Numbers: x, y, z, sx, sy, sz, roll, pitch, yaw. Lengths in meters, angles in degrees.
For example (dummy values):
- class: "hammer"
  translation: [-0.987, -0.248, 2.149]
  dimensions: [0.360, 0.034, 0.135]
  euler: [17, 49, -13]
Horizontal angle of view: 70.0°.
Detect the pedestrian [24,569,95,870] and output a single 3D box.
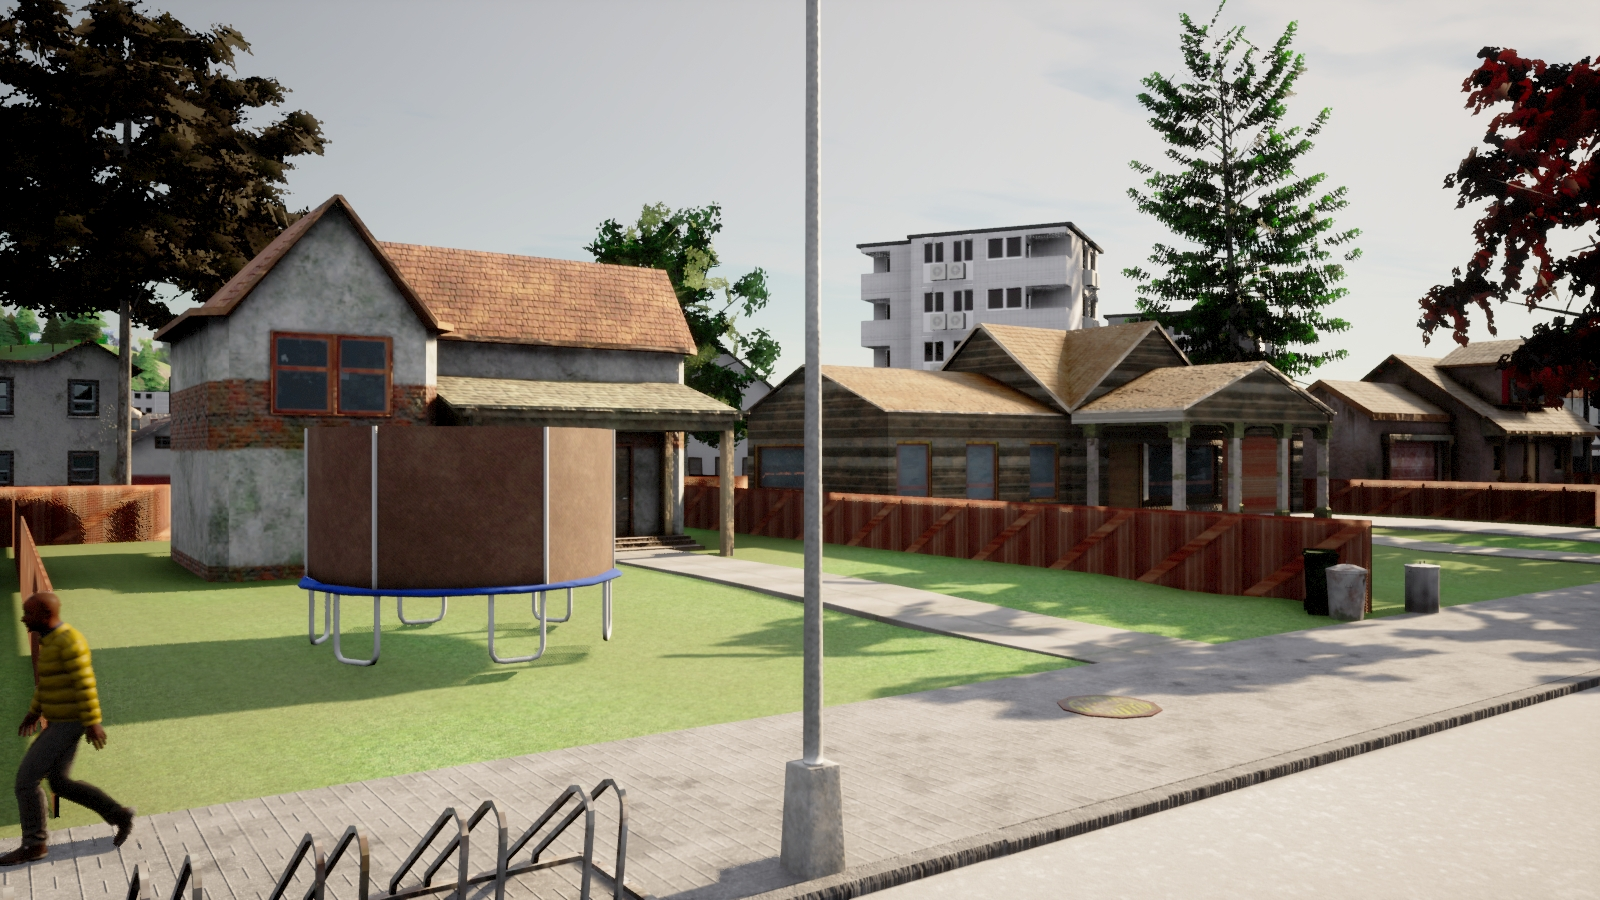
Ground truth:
- class: "pedestrian"
  translation: [-4.885, 1.744, 7.535]
  dimensions: [0.375, 1.860, 0.375]
  euler: [0, 0, -35]
